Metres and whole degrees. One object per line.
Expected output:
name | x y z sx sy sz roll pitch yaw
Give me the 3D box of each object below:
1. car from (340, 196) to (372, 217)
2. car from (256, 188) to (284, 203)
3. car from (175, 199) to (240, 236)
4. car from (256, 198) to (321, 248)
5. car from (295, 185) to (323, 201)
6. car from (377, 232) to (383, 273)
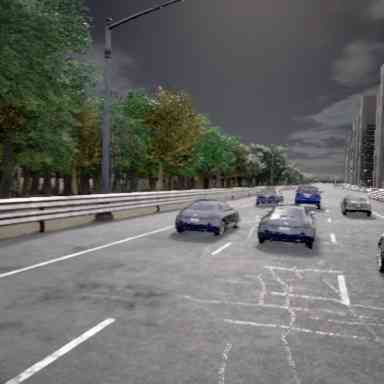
car | 12.361 0.980 25.193 2.033 1.411 5.357 2 2 21
car | 7.651 0.398 32.306 2.097 1.767 4.553 2 2 21
car | 0.848 1.031 15.029 1.994 1.385 4.181 2 2 21
car | 3.884 1.183 13.191 1.994 1.385 4.181 2 2 21
car | 10.700 0.419 30.488 2.150 2.045 5.566 2 2 21
car | 5.089 1.364 6.695 1.882 1.535 5.008 2 2 21
